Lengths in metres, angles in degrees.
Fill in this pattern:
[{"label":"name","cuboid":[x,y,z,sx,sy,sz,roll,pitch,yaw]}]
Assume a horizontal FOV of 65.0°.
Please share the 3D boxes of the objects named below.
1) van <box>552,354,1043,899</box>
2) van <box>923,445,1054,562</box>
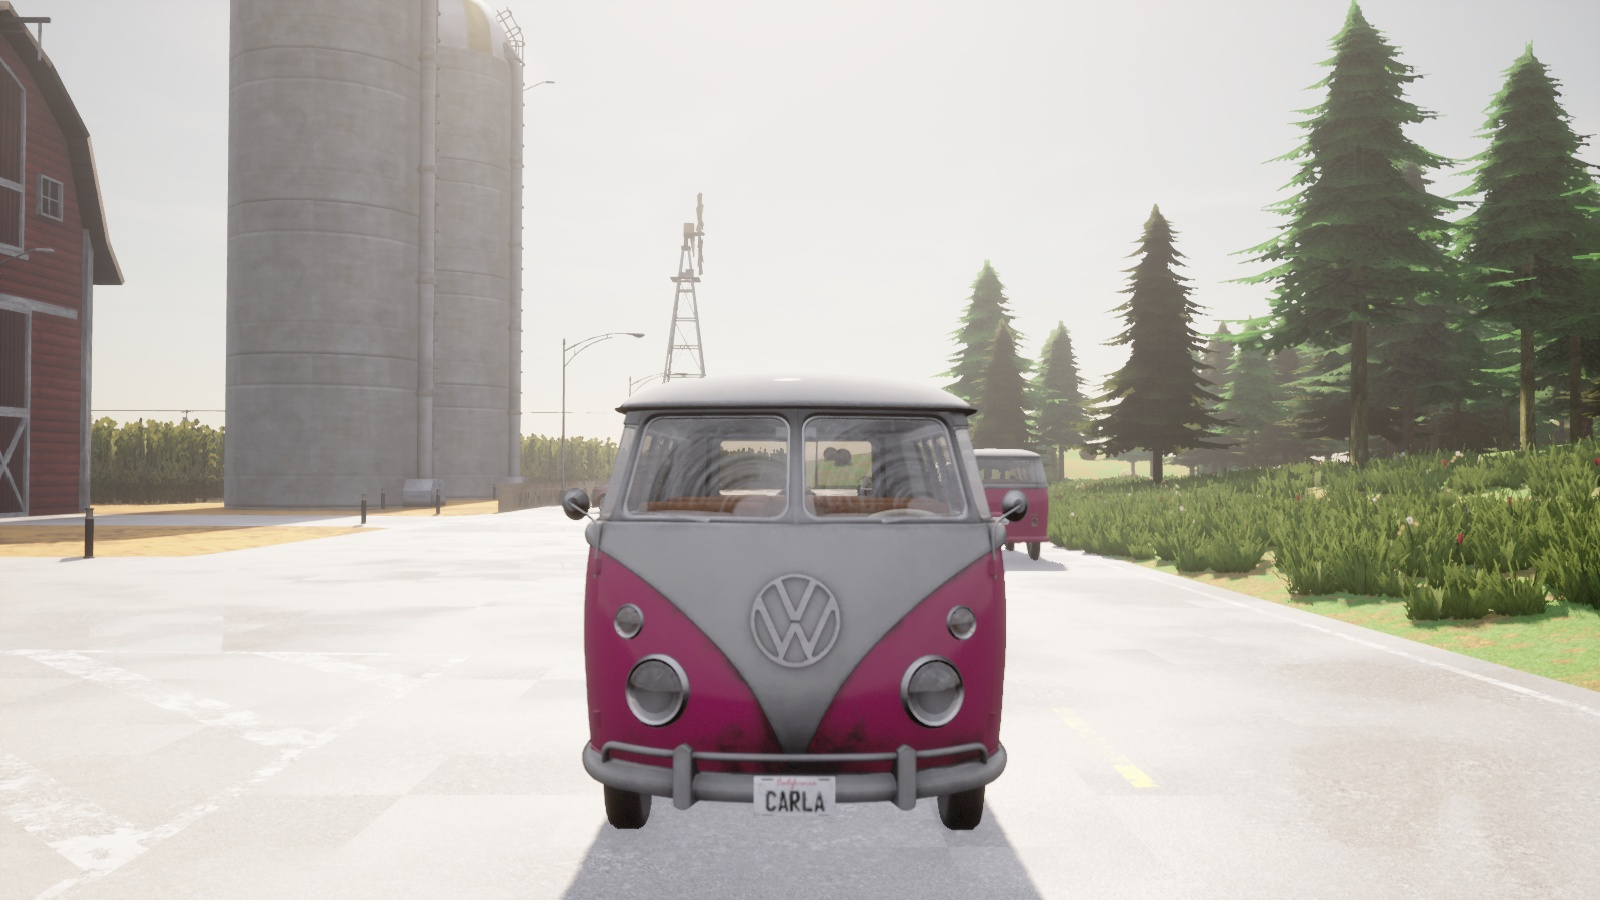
[{"label":"van","cuboid":[-0.019,0.680,6.781,1.775,1.987,4.442,0,-1,0]},{"label":"van","cuboid":[3.438,0.951,23.694,1.775,1.987,4.442,0,-1,0]}]
